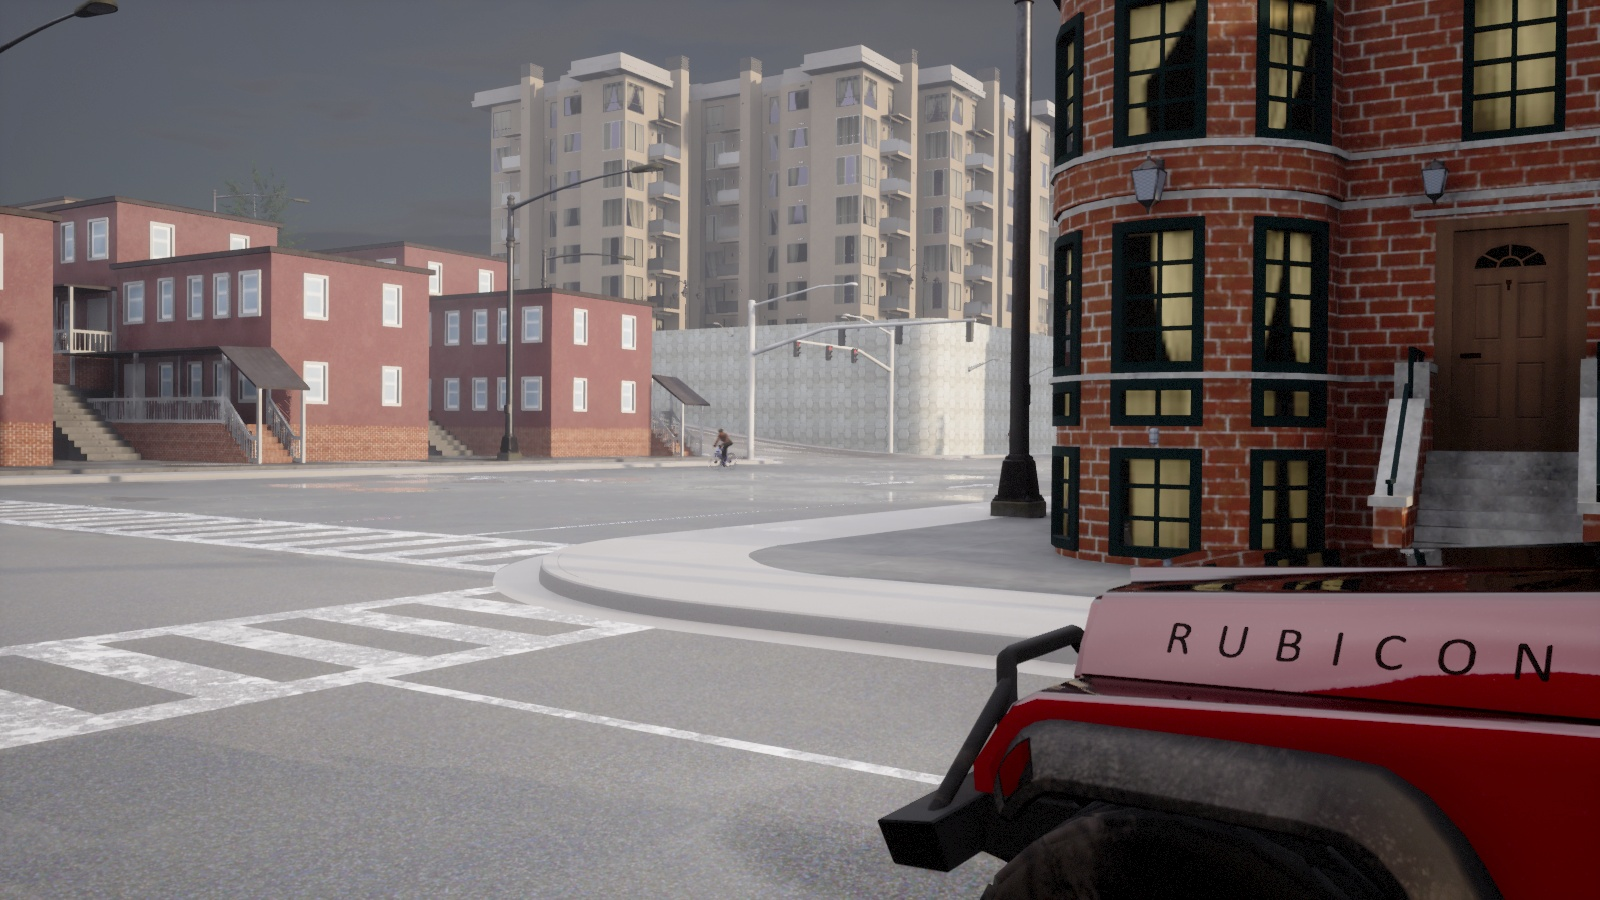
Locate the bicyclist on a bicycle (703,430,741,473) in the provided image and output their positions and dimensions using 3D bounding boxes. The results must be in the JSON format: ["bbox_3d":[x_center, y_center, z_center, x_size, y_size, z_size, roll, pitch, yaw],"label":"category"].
[{"bbox_3d":[-2.996,0.048,48.559,0.582,1.620,1.656,0,1,33],"label":"bicyclist on a bicycle"}]

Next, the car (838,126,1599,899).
[{"bbox_3d":[2.219,0.478,2.153,3.866,1.878,1.905,0,1,33],"label":"car"}]
